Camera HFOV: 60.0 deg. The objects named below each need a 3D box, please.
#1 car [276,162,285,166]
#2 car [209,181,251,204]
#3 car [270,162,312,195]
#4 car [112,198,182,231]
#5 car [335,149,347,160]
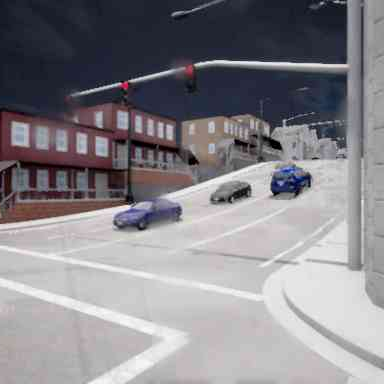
[{"bbox_3d":[10.213,-2.511,37.179,1.837,1.490,4.892,0,13,35],"label":"car"},{"bbox_3d":[3.156,-0.045,26.935,1.837,1.490,4.892,0,10,34],"label":"car"},{"bbox_3d":[8.435,-1.016,28.097,2.150,2.045,5.566,0,11,35],"label":"car"},{"bbox_3d":[-2.390,1.147,18.867,1.812,1.442,4.674,0,5,35],"label":"car"},{"bbox_3d":[21.714,-5.398,47.431,1.812,1.442,4.674,0,8,35],"label":"car"}]
